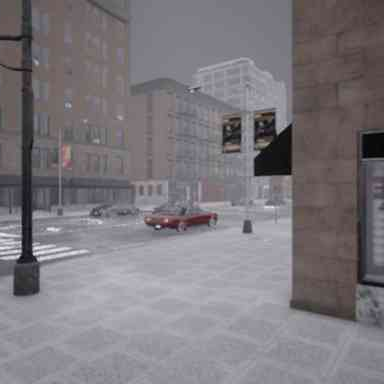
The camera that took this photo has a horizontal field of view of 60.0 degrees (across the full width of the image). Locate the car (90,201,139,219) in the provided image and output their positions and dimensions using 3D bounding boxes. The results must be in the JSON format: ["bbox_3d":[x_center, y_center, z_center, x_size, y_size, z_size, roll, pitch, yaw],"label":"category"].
[{"bbox_3d":[-6.410,1.454,27.792,1.994,1.385,4.181,0,0,35],"label":"car"}]

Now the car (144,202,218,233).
[{"bbox_3d":[-0.441,1.503,19.170,1.895,1.301,4.718,0,0,37],"label":"car"}]

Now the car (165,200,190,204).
[{"bbox_3d":[-1.265,1.419,29.432,2.033,1.411,5.357,0,0,35],"label":"car"}]

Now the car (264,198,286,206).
[{"bbox_3d":[12.049,1.338,48.119,1.994,1.385,4.181,0,0,36],"label":"car"}]

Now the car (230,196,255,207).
[{"bbox_3d":[7.206,1.297,46.952,1.837,1.490,4.892,0,0,36],"label":"car"}]
